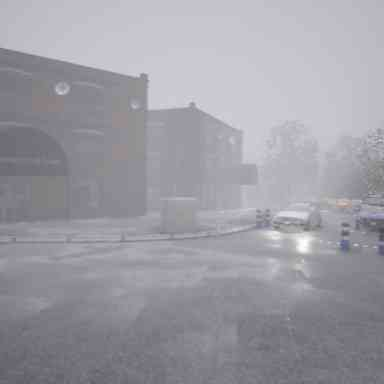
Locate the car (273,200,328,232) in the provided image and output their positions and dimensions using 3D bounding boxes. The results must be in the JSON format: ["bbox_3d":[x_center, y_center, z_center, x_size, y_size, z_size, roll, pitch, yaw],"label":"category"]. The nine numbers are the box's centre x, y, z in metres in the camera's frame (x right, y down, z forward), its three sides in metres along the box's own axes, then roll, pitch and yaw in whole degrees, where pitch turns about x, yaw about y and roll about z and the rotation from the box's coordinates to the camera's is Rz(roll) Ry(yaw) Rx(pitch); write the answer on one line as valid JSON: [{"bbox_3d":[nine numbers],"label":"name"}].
[{"bbox_3d":[6.258,1.377,19.318,1.812,1.442,4.674,2,0,33],"label":"car"}]

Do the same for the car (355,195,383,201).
[{"bbox_3d":[14.175,1.302,25.573,2.435,2.045,5.566,2,0,26],"label":"car"}]

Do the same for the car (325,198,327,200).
[{"bbox_3d":[19.444,1.629,47.536,2.231,1.521,4.892,1,0,-2],"label":"car"}]

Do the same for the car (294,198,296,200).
[{"bbox_3d":[18.886,1.656,53.187,2.097,1.535,5.008,0,0,-8],"label":"car"}]

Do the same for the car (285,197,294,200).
[{"bbox_3d":[18.058,1.725,58.989,2.231,1.521,4.892,0,-2,-15],"label":"car"}]

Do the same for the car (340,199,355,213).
[{"bbox_3d":[18.127,1.634,36.298,2.231,1.521,4.892,1,0,14],"label":"car"}]

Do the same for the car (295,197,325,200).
[{"bbox_3d":[15.532,1.652,43.959,1.994,1.385,4.181,1,0,4],"label":"car"}]

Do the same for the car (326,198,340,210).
[{"bbox_3d":[19.131,1.642,41.950,2.097,1.535,5.008,1,0,6],"label":"car"}]

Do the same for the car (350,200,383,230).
[{"bbox_3d":[11.241,1.502,20.343,2.097,1.535,5.008,2,0,32],"label":"car"}]
